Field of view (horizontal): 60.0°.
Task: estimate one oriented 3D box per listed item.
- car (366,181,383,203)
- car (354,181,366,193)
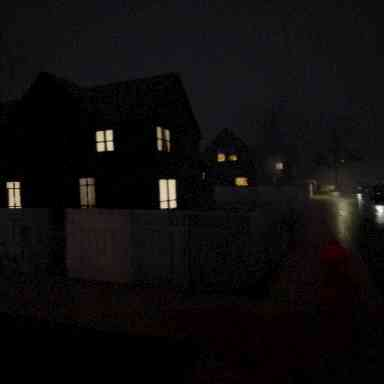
[{"bbox_3d":[15.792,0.013,27.193,1.882,1.535,5.008,-2,2,22],"label":"car"},{"bbox_3d":[21.464,-0.585,41.540,1.812,1.442,4.674,-2,2,21],"label":"car"}]
